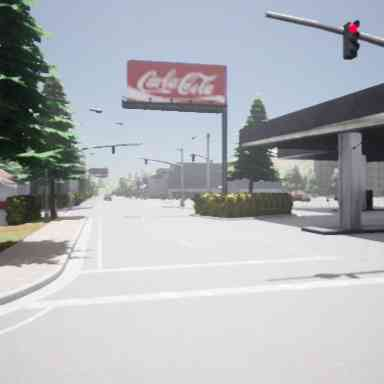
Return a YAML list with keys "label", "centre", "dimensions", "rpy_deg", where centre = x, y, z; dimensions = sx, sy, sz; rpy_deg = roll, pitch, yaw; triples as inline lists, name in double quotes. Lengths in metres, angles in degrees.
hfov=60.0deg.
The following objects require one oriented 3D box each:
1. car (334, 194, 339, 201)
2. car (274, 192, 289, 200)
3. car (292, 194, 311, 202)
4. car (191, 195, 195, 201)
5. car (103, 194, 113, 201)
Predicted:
- label: "car"
  centre: [32.208, 1.258, 71.344]
  dimensions: [1.845, 1.501, 3.633]
  rpy_deg: [0, 0, -16]
- label: "car"
  centre: [23.731, 1.039, 88.234]
  dimensions: [1.932, 1.855, 4.605]
  rpy_deg: [0, 0, -16]
- label: "car"
  centre: [22.573, 1.267, 68.691]
  dimensions: [2.007, 1.523, 4.514]
  rpy_deg: [0, 0, -16]
- label: "car"
  centre: [1.003, 1.320, 73.789]
  dimensions: [2.007, 1.523, 4.514]
  rpy_deg: [0, 0, -16]
- label: "car"
  centre: [-19.507, 1.212, 76.950]
  dimensions: [2.097, 1.767, 4.553]
  rpy_deg: [0, 0, -15]
